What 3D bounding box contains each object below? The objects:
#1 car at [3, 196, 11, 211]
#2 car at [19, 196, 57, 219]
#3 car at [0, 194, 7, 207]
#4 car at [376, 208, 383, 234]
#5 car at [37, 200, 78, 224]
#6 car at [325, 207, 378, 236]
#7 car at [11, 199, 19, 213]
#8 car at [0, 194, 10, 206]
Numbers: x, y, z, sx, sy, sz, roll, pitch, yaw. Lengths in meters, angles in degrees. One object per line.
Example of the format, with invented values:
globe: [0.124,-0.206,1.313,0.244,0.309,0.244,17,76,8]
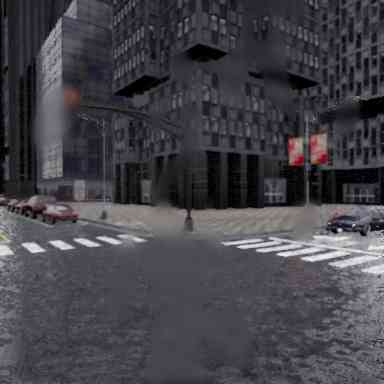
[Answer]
car: [-19.437,1.457,37.270,1.947,1.339,4.313,0,0,-36]
car: [-12.750,1.227,28.190,2.192,1.841,5.009,0,0,-36]
car: [-26.127,1.421,46.349,1.887,1.381,4.507,0,0,-36]
car: [11.324,1.567,15.721,5.357,1.411,2.033,0,0,-32]
car: [-9.404,1.507,23.651,1.802,1.307,4.206,0,0,-36]
car: [9.744,1.571,18.617,5.357,1.411,2.033,0,0,-35]
car: [-16.093,1.467,32.731,1.947,1.339,4.313,0,0,-36]
car: [-29.472,1.187,50.889,2.192,1.841,5.009,0,0,-36]
